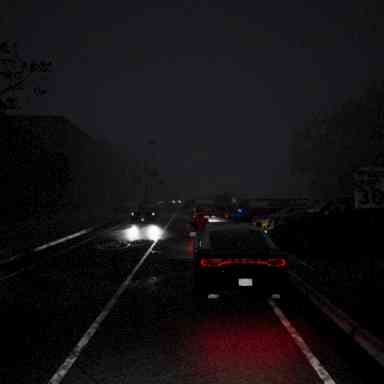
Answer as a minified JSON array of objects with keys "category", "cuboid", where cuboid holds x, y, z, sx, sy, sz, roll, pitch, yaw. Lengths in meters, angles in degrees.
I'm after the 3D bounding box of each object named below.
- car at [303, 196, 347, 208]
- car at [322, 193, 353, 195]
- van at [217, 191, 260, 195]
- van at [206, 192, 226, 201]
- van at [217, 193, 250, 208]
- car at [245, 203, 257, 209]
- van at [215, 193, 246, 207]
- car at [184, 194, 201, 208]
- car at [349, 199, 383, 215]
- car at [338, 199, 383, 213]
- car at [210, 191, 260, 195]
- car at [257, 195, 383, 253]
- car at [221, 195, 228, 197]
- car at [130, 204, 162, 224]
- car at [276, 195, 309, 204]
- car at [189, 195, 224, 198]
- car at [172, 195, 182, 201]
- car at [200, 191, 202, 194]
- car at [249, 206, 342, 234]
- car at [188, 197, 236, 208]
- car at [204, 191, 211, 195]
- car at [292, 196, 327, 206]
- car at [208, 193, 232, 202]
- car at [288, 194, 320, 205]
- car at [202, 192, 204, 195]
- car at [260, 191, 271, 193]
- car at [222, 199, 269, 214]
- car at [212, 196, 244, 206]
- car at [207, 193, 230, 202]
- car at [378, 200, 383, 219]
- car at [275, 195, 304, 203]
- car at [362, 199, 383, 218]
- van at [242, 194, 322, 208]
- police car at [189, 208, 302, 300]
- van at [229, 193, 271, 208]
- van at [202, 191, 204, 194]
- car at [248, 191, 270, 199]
[{"category":"car","cuboid":[18.900,1.415,47.431,5.366,1.575,1.946,0,0,0]},{"category":"car","cuboid":[18.707,1.221,39.101,5.566,2.045,2.435,0,0,0]},{"category":"van","cuboid":[5.767,1.235,41.256,4.442,1.987,1.878,0,0,0]},{"category":"van","cuboid":[5.448,0.994,74.892,4.442,1.987,1.878,0,0,0]},{"category":"van","cuboid":[5.752,1.195,46.860,4.442,1.987,1.878,0,0,0]},{"category":"car","cuboid":[5.529,1.493,16.016,5.366,1.575,1.946,0,0,0]},{"category":"van","cuboid":[5.745,1.175,49.663,4.442,1.987,1.878,0,0,0]},{"category":"car","cuboid":[-0.036,1.408,45.969,1.882,1.535,5.008,0,0,0]},{"category":"car","cuboid":[18.720,1.527,33.545,4.792,1.488,2.163,0,0,0]},{"category":"car","cuboid":[18.771,1.515,36.328,4.792,1.488,2.163,0,0,0]},{"category":"car","cuboid":[5.615,1.190,44.056,5.566,2.045,2.435,0,0,0]},{"category":"car","cuboid":[5.693,1.243,13.213,5.566,2.045,2.435,0,0,0]},{"category":"car","cuboid":[5.663,1.475,38.449,4.892,1.521,2.231,0,0,0]},{"category":"car","cuboid":[-3.378,1.599,25.041,1.895,1.301,4.718,0,0,0]},{"category":"car","cuboid":[18.494,1.315,61.308,5.366,1.575,1.946,0,0,0]},{"category":"car","cuboid":[0.947,1.350,24.493,2.097,1.767,4.553,0,0,0]},{"category":"car","cuboid":[-3.336,1.319,73.511,1.994,1.385,4.181,0,0,0]},{"category":"car","cuboid":[5.707,1.097,91.713,5.366,1.575,1.946,0,0,0]},{"category":"car","cuboid":[5.710,1.538,18.820,4.674,1.452,2.002,0,0,0]},{"category":"car","cuboid":[0.954,1.357,18.485,2.097,1.767,4.553,0,0,0]},{"category":"car","cuboid":[5.572,1.069,60.876,5.566,2.045,2.435,0,0,0]},{"category":"car","cuboid":[18.671,1.408,52.982,4.792,1.488,2.163,0,0,0]},{"category":"car","cuboid":[5.555,1.155,66.483,4.553,1.767,2.185,0,0,0]},{"category":"car","cuboid":[18.724,1.233,55.758,4.553,1.767,2.185,0,0,0]},{"category":"car","cuboid":[5.552,1.200,77.697,5.008,1.535,2.097,0,0,0]},{"category":"car","cuboid":[18.579,0.867,89.306,5.566,2.045,2.435,0,0,0]},{"category":"car","cuboid":[5.662,1.527,35.646,4.674,1.452,2.002,0,0,0]},{"category":"car","cuboid":[5.615,1.382,52.468,4.892,1.521,2.231,0,0,0]},{"category":"car","cuboid":[5.547,1.135,69.286,4.553,1.767,2.185,0,0,0]},{"category":"car","cuboid":[18.758,1.503,27.996,5.008,1.535,2.097,0,0,0]},{"category":"car","cuboid":[18.677,1.300,64.086,4.892,1.521,2.231,0,0,0]},{"category":"car","cuboid":[18.941,1.497,30.773,5.366,1.575,1.946,0,0,0]},{"category":"van","cuboid":[5.817,1.275,21.623,4.442,1.987,1.878,0,0,0]},{"category":"police car","cuboid":[0.966,1.432,8.613,1.930,1.638,5.238,0,0,0]},{"category":"van","cuboid":[5.569,1.277,27.233,4.442,1.987,1.878,0,0,0]},{"category":"van","cuboid":[5.419,0.914,86.105,4.442,1.987,1.878,0,0,0]},{"category":"car","cuboid":[18.572,0.848,91.968,5.566,2.045,2.435,0,0,0]}]
